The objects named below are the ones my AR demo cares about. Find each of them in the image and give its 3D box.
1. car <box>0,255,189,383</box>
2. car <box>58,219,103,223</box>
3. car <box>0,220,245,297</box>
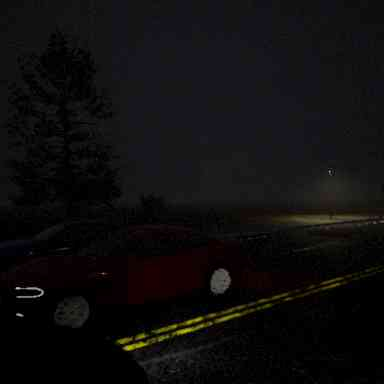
[{"bbox_3d":[-2.511,1.513,1.663,4.892,1.490,1.837,0,0,-36],"label":"car"},{"bbox_3d":[-3.351,1.513,9.293,4.674,1.442,1.812,0,0,-36],"label":"car"},{"bbox_3d":[-1.113,1.461,6.914,5.008,1.535,1.882,0,0,-36],"label":"car"}]
